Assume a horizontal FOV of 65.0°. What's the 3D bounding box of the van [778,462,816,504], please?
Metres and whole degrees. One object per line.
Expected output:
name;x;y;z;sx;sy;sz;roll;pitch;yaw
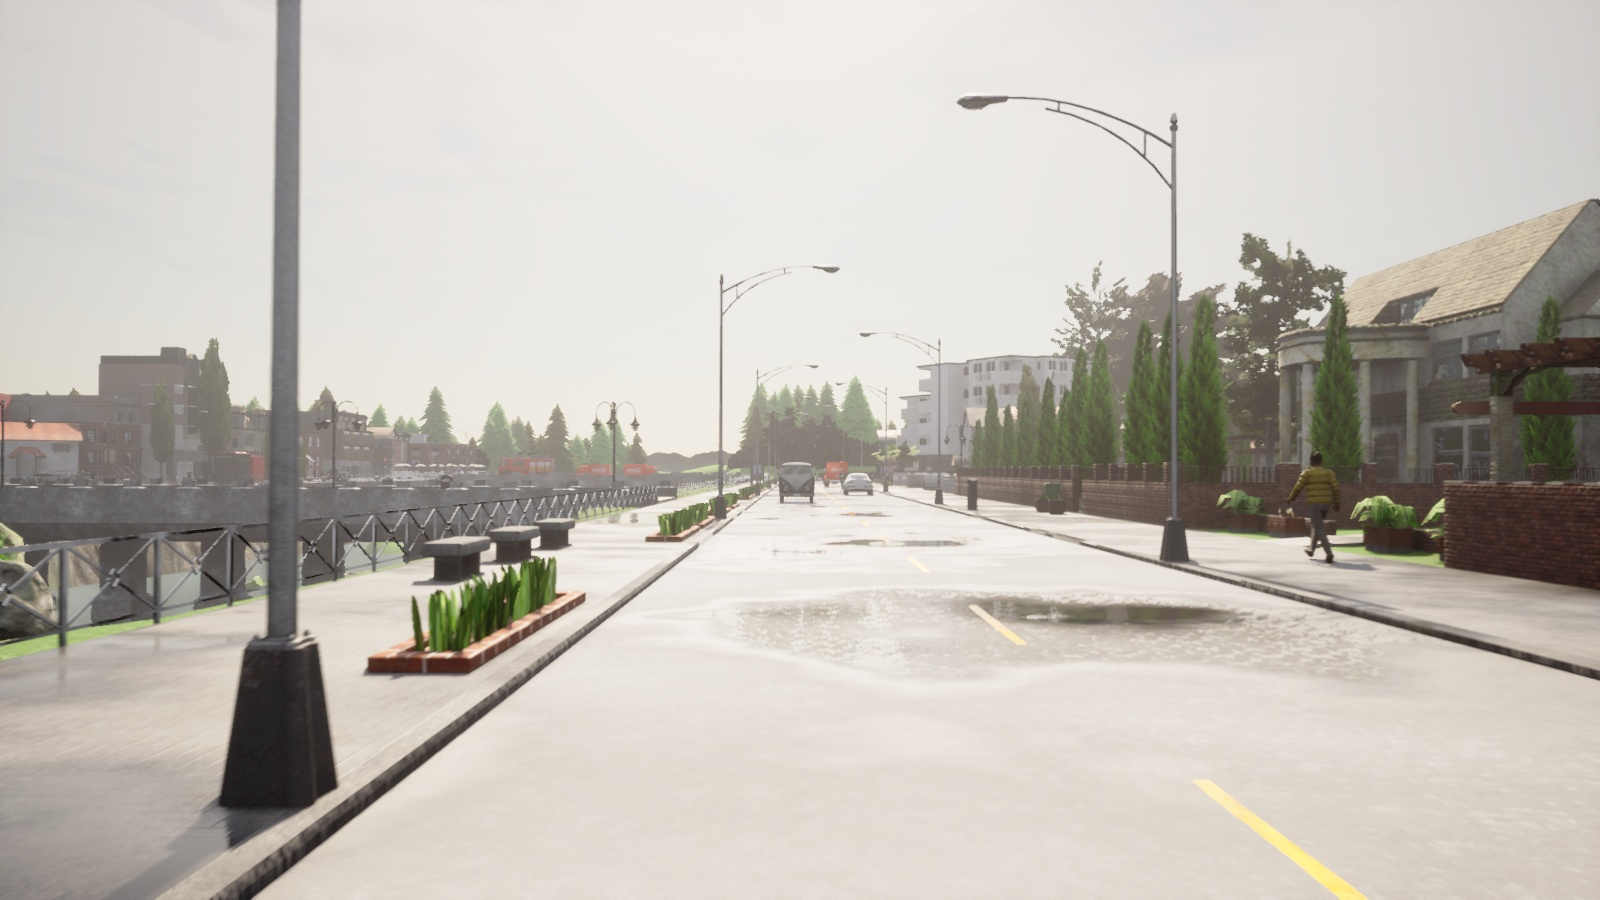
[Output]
van;-0.147;1.608;62.135;1.775;1.987;4.442;0;-1;0

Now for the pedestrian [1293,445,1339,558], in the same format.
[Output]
pedestrian;8.525;0.838;20.754;0.431;1.840;0.709;0;-1;-2

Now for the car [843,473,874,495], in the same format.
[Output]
car;3.806;2.208;82.617;1.812;1.442;4.674;0;-1;0
